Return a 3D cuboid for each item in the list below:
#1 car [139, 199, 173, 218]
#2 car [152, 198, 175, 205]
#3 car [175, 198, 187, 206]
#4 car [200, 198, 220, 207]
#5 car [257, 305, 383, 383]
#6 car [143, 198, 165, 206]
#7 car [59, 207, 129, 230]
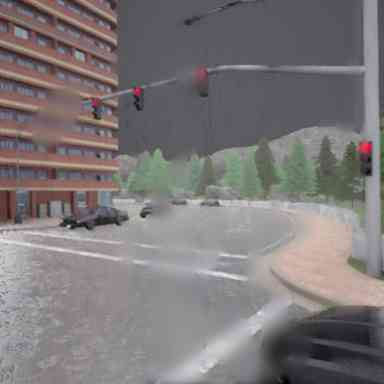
[{"bbox_3d":[-3.579,1.744,32.415,2.033,1.411,5.357,-1,0,7],"label":"car"},{"bbox_3d":[-3.868,1.621,42.713,2.097,1.767,4.553,0,0,-11],"label":"car"},{"bbox_3d":[-3.242,1.970,66.307,2.033,1.411,5.357,0,-1,-42],"label":"car"},{"bbox_3d":[2.987,1.821,56.241,1.812,1.442,4.674,0,0,-25],"label":"car"},{"bbox_3d":[2.845,1.463,2.069,5.008,1.535,1.882,-1,0,37],"label":"car"},{"bbox_3d":[-7.528,1.986,65.755,4.674,1.442,1.812,-1,-1,44],"label":"car"},{"bbox_3d":[-6.410,1.705,22.599,2.033,1.411,5.357,-1,0,24],"label":"car"}]
